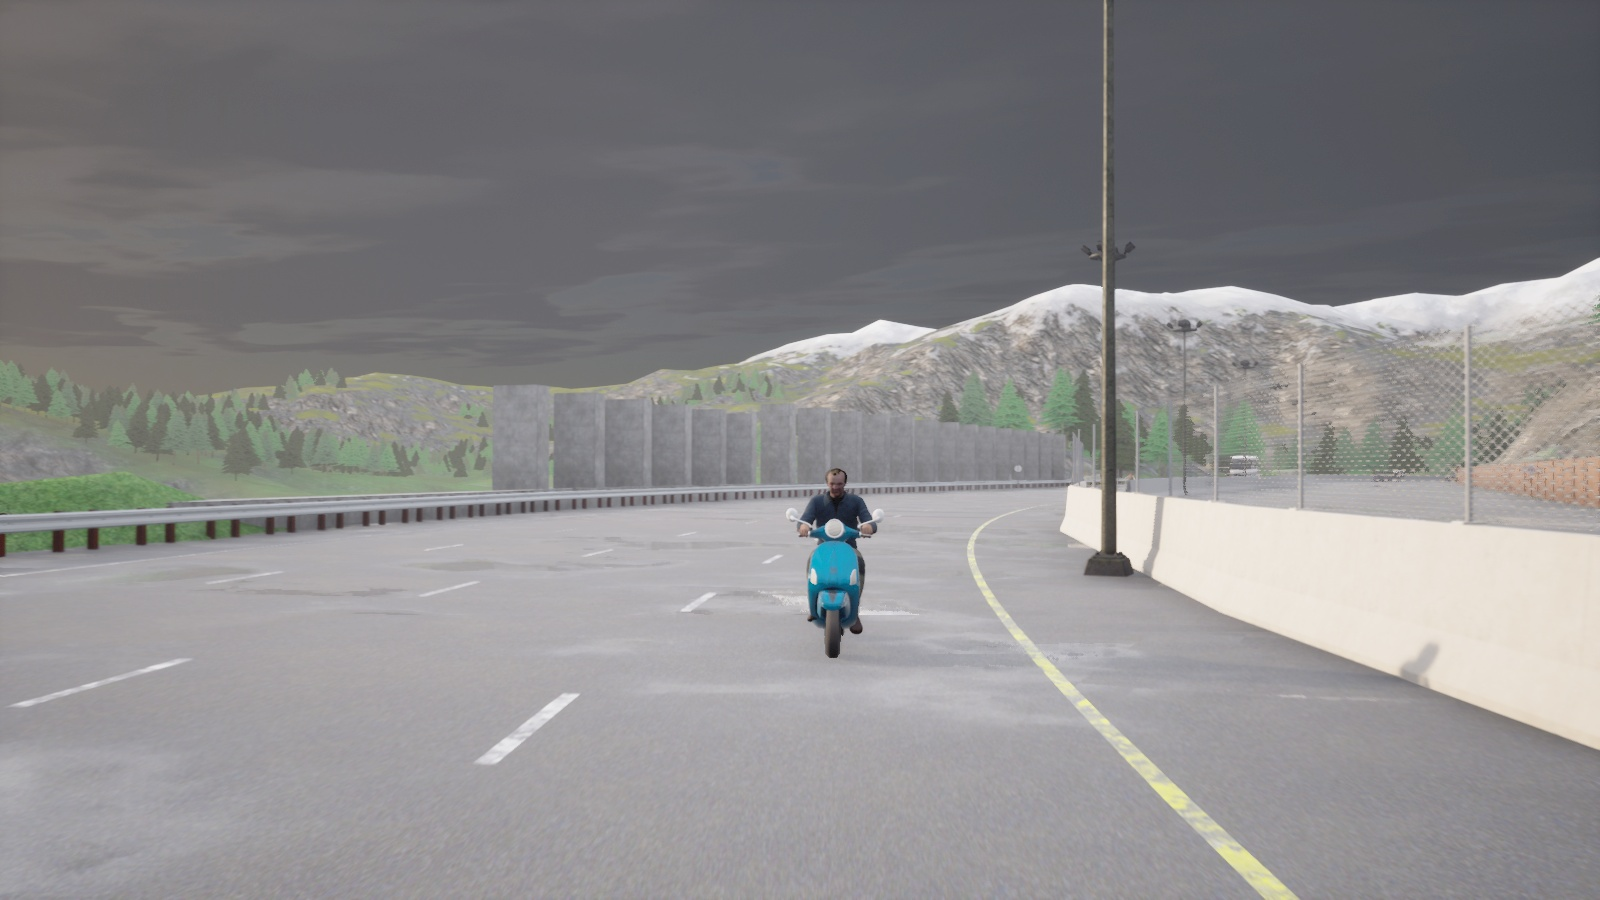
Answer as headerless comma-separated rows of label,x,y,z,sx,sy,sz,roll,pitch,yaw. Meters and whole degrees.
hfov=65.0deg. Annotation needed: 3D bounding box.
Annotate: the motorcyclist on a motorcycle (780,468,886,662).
motorcyclist on a motorcycle,0.329,0.954,11.195,0.866,1.590,1.817,0,-1,4
